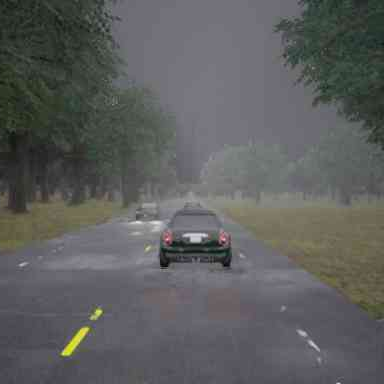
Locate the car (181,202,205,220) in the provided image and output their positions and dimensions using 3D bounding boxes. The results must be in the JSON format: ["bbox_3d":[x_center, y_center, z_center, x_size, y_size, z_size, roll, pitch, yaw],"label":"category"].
[{"bbox_3d":[0.095,1.607,29.656,1.994,1.385,4.181,0,0,0],"label":"car"}]

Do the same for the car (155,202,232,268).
[{"bbox_3d":[0.099,1.357,11.423,2.097,1.767,4.553,0,0,0],"label":"car"}]

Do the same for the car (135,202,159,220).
[{"bbox_3d":[-3.594,1.564,28.181,1.812,1.442,4.674,0,0,0],"label":"car"}]
